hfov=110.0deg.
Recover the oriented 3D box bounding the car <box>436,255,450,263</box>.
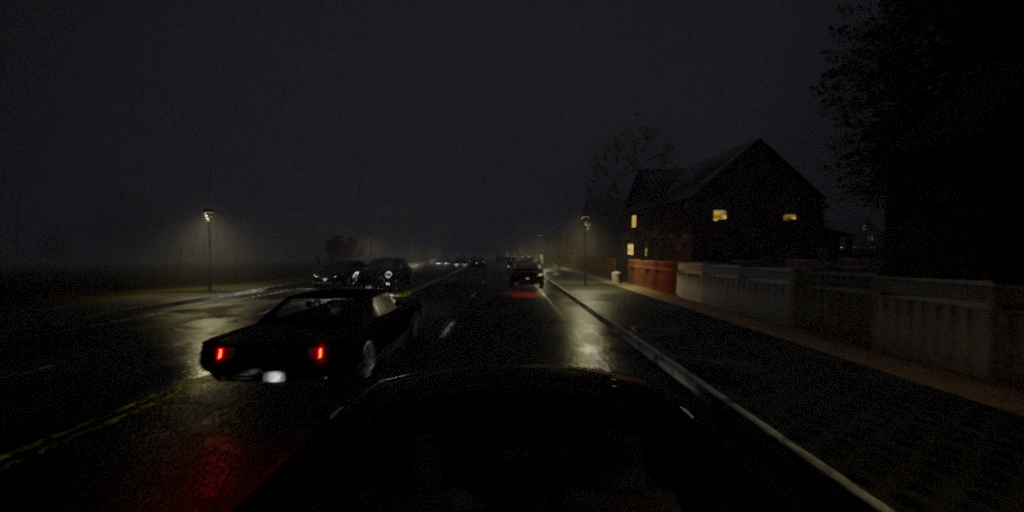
[{"bbox_3d":[-11.866,0.518,62.089,2.033,1.411,5.357,0,1,-3],"label":"car"}]

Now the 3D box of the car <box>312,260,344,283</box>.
[{"bbox_3d":[-10.104,0.996,21.695,1.837,1.490,4.892,0,1,-1],"label":"car"}]

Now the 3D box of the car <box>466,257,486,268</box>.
[{"bbox_3d":[-4.169,0.757,43.549,1.994,1.385,4.181,0,1,-3],"label":"car"}]

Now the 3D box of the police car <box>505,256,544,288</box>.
[{"bbox_3d":[0.750,0.910,21.085,1.930,1.638,5.238,0,1,-1],"label":"police car"}]

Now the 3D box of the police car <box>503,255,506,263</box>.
[{"bbox_3d":[0.468,0.775,31.146,1.930,1.638,5.238,0,1,-2],"label":"police car"}]

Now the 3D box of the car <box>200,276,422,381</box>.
[{"bbox_3d":[-3.172,1.282,6.979,1.895,1.301,4.718,0,1,0],"label":"car"}]

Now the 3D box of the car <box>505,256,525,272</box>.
[{"bbox_3d":[0.252,0.776,37.072,1.837,1.490,4.892,0,1,-2],"label":"car"}]

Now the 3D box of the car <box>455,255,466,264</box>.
[{"bbox_3d":[-8.494,0.534,60.275,2.033,1.411,5.357,0,1,-3],"label":"car"}]

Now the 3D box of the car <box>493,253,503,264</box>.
[{"bbox_3d":[-1.729,0.488,57.234,1.882,1.535,5.008,0,1,-3],"label":"car"}]

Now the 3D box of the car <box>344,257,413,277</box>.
[{"bbox_3d":[-6.801,0.871,19.213,2.097,1.767,4.553,0,1,-1],"label":"car"}]
